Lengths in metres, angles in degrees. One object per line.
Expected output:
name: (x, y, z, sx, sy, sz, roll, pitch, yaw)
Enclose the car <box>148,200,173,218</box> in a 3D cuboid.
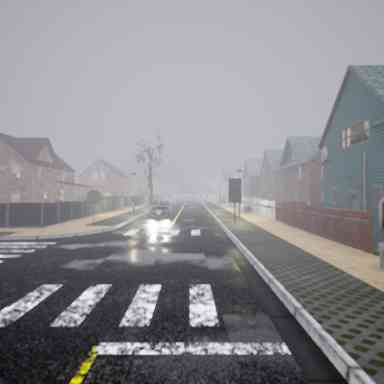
car: (-2.724, 1.478, 29.549, 2.128, 1.511, 4.902, 0, 0, 0)
